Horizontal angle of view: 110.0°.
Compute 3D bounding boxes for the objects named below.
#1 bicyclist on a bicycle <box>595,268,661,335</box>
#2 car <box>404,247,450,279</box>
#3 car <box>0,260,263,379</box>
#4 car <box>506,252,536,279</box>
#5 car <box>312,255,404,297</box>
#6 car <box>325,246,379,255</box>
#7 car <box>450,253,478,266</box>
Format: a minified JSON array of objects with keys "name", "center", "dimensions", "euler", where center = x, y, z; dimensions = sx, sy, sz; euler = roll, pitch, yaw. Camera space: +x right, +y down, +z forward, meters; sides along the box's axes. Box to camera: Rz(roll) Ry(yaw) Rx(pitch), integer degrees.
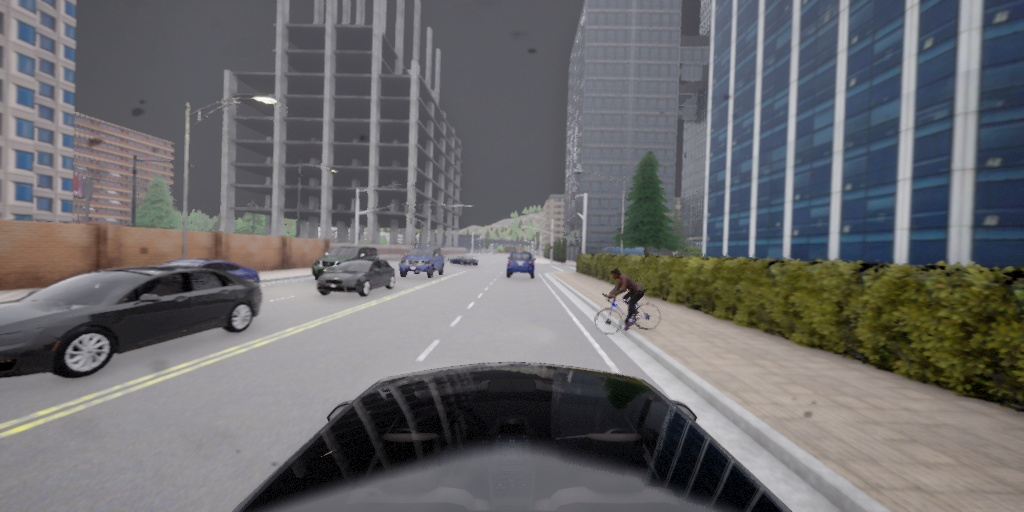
[{"name":"bicyclist on a bicycle","center":[2.803,1.109,8.856],"dimensions":[1.656,1.620,0.582],"euler":[-7,0,2]},{"name":"car","center":[-6.384,0.380,26.135],"dimensions":[2.150,2.045,5.566],"euler":[2,1,1]},{"name":"car","center":[-6.997,0.964,6.706],"dimensions":[1.837,1.490,4.892],"euler":[2,1,1]},{"name":"car","center":[0.765,0.666,29.165],"dimensions":[2.150,2.045,5.566],"euler":[2,1,3]},{"name":"car","center":[-6.741,0.860,16.096],"dimensions":[1.837,1.490,4.892],"euler":[2,1,2]},{"name":"car","center":[-10.043,0.392,22.365],"dimensions":[2.150,2.045,5.566],"euler":[2,1,1]},{"name":"car","center":[-6.298,0.613,45.850],"dimensions":[1.895,1.301,4.718],"euler":[1,1,-38]}]
